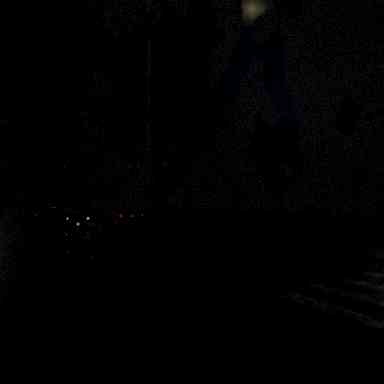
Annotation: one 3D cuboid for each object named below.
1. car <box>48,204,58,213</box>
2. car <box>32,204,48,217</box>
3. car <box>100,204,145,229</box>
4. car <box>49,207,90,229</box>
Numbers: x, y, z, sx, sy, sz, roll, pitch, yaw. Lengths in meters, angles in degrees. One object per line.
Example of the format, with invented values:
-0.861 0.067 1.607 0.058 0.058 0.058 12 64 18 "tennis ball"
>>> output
-20.317 2.436 47.487 2.128 1.511 4.902 0 -1 -34 "car"
-20.142 2.427 42.074 2.033 1.411 5.357 0 -1 -34 "car"
-5.322 1.745 24.922 2.097 1.767 4.553 0 -1 -34 "car"
-9.383 2.043 25.709 1.895 1.301 4.718 0 -1 -34 "car"
